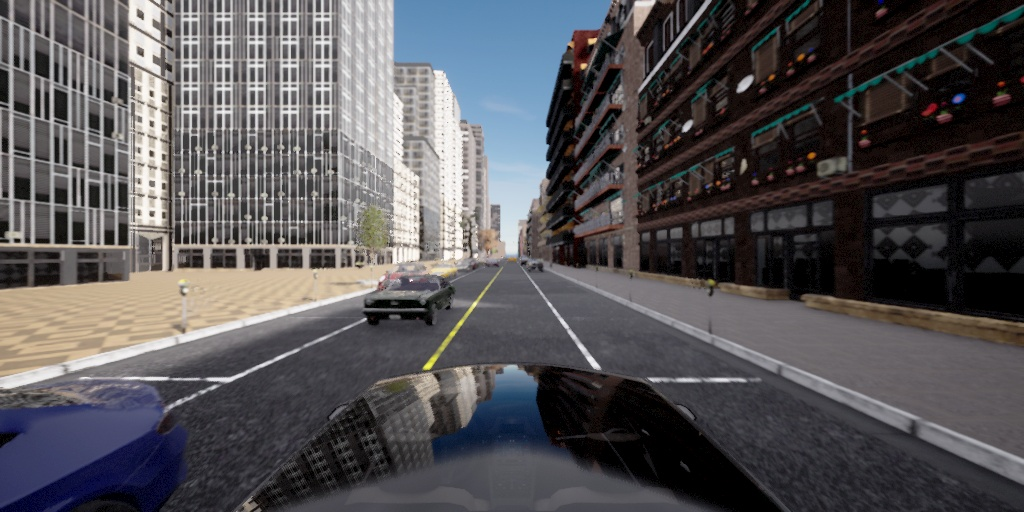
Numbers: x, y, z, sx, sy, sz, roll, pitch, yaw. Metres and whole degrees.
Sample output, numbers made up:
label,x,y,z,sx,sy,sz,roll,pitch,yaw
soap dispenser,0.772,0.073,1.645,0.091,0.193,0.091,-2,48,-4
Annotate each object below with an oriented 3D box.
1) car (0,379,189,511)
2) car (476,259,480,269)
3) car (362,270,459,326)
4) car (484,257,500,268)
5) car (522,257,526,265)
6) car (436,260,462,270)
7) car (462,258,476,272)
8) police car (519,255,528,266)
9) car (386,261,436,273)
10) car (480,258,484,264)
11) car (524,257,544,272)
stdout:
label,x,y,z,sx,sy,sz,roll,pitch,yaw
car,-3.100,1.279,0.530,1.812,1.442,4.674,0,0,0
car,-5.656,0.990,47.007,1.967,1.591,4.097,0,0,0
car,-3.084,1.303,11.679,1.895,1.301,4.718,0,0,0
car,-3.019,1.044,55.615,1.812,1.442,4.674,0,0,1
car,2.724,1.106,47.000,2.007,1.370,4.403,0,0,0
car,-5.670,1.144,30.239,1.751,1.417,4.829,0,0,0
car,-5.661,1.123,41.474,2.007,1.370,4.403,0,0,0
police car,2.414,0.921,62.373,1.930,1.638,5.238,0,0,0
car,-5.679,1.106,19.343,1.967,1.591,4.097,0,0,0
car,-5.652,1.079,52.539,2.007,1.370,4.403,0,0,0
car,2.720,1.128,41.467,2.007,1.370,4.403,0,0,0
